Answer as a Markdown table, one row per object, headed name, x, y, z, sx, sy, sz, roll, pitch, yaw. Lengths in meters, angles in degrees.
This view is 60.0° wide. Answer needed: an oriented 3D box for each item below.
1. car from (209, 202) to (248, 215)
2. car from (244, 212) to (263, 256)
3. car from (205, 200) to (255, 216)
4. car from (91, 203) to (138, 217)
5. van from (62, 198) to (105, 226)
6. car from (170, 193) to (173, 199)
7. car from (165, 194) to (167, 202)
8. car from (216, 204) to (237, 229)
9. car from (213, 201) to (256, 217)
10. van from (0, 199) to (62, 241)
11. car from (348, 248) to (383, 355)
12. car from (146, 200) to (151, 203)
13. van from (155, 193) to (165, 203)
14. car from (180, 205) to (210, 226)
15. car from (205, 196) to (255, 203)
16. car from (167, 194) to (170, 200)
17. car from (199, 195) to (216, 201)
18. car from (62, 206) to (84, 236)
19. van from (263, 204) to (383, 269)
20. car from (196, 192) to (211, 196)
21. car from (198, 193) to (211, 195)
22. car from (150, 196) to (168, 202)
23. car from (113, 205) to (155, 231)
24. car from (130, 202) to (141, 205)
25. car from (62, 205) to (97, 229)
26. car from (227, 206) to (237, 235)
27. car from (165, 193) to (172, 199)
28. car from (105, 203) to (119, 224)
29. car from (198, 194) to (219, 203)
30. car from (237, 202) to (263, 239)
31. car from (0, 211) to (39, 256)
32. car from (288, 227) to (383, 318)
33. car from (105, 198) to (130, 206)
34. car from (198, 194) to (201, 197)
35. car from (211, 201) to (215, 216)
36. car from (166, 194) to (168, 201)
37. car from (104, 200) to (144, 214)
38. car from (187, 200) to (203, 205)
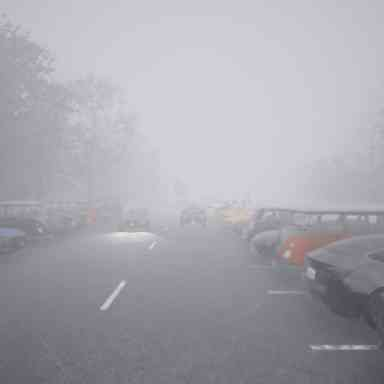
| name | x | y | z | sx | sy | sz | roll | pitch | yaw |
| --- | --- | --- | --- | --- | --- | --- | --- | --- | --- |
| car | 4.577 | 2.066 | 42.322 | 4.792 | 1.488 | 2.163 | 0 | -1 | 0 |
| car | 4.513 | 1.608 | 11.799 | 4.792 | 1.488 | 2.163 | 0 | 0 | 0 |
| car | 4.361 | 1.893 | 33.996 | 5.366 | 1.575 | 1.946 | 0 | -1 | 0 |
| car | -8.531 | 1.982 | 36.786 | 4.674 | 1.452 | 2.002 | 0 | -1 | 0 |
| van | -8.653 | 1.482 | 22.819 | 4.442 | 1.987 | 1.878 | 0 | -1 | 0 |
| car | -8.763 | 1.773 | 94.266 | 5.008 | 1.535 | 2.097 | 0 | 1 | 0 |
| car | -8.788 | 1.847 | 77.529 | 4.674 | 1.452 | 2.002 | 0 | -1 | 0 |
| car | 4.358 | 1.665 | 20.119 | 5.366 | 1.575 | 1.946 | 0 | -1 | 0 |
| car | 4.730 | 1.798 | 28.444 | 5.366 | 1.575 | 1.946 | 0 | -1 | 0 |
| van | -8.429 | 1.379 | 14.656 | 4.442 | 1.987 | 1.878 | 0 | -1 | 0 |
| car | 4.570 | 1.540 | 3.471 | 4.792 | 1.488 | 2.163 | 0 | 0 | 0 |
| car | -8.527 | 2.081 | 44.972 | 5.008 | 1.535 | 2.097 | 0 | -1 | 0 |
| van | -8.664 | 1.531 | 72.073 | 4.442 | 1.987 | 1.878 | 1 | 0 | 0 |
| car | 0.105 | 1.873 | 25.588 | 1.895 | 1.301 | 4.718 | 0 | -1 | 0 |
| car | 4.518 | 1.691 | 36.776 | 5.566 | 2.045 | 2.435 | 0 | -1 | 0 |
| car | -8.965 | 1.833 | 83.234 | 5.366 | 1.575 | 1.946 | 0 | 0 | 0 |
| car | 4.343 | 1.647 | 94.433 | 4.553 | 1.767 | 2.185 | 0 | 1 | 0 |
| car | -8.566 | 1.663 | 17.405 | 4.792 | 1.488 | 2.163 | 0 | -1 | 0 |
| van | 4.425 | 1.330 | 9.025 | 4.442 | 1.987 | 1.878 | 0 | 0 | 0 |
| car | 4.272 | 1.586 | 83.284 | 5.566 | 2.045 | 2.435 | 0 | 0 | 0 |
| car | 4.263 | 1.684 | 77.712 | 4.553 | 1.767 | 2.185 | 0 | 0 | 0 |
| car | -8.745 | 1.857 | 88.685 | 4.792 | 1.488 | 2.163 | 0 | 0 | 0 |
| car | -3.594 | 1.779 | 21.937 | 1.994 | 1.385 | 4.181 | 0 | -1 | 0 |
| car | -8.348 | 1.892 | 34.016 | 5.366 | 1.575 | 1.946 | 0 | -1 | 0 |
| car | -8.565 | 1.696 | 20.044 | 4.792 | 1.488 | 2.163 | 0 | -1 | 0 |
| car | 4.549 | 1.634 | 17.352 | 4.892 | 1.521 | 2.231 | 0 | -1 | 0 |
| car | -8.766 | 1.804 | 91.476 | 5.008 | 1.535 | 2.097 | 0 | 1 | 0 |
| car | -8.507 | 1.784 | 25.708 | 4.792 | 1.488 | 2.163 | 0 | -1 | 0 |
| car | 4.318 | 1.786 | 72.141 | 4.792 | 1.488 | 2.163 | 0 | -1 | 0 |
| car | 4.511 | 1.479 | 14.574 | 4.553 | 1.767 | 2.185 | 0 | -1 | 0 |
| car | -8.543 | 1.579 | 11.868 | 5.008 | 1.535 | 2.097 | 0 | 0 | 0 |
| car | 4.570 | 1.563 | 6.247 | 4.792 | 1.488 | 2.163 | 0 | 0 | 0 |
| car | -8.563 | 1.550 | 28.482 | 5.566 | 2.045 | 2.435 | 0 | -1 | 0 |
| car | 4.262 | 1.813 | 74.925 | 4.792 | 1.488 | 2.163 | 0 | -1 | 0 |
| car | 4.539 | 1.850 | 31.219 | 4.892 | 1.521 | 2.231 | 0 | -1 | 0 |
| car | -8.811 | 1.856 | 80.441 | 4.792 | 1.488 | 2.163 | 0 | 0 | 0 |
| car | -8.564 | 1.909 | 42.203 | 4.553 | 1.767 | 2.185 | 0 | -1 | 0 |
| car | 0.109 | 2.049 | 41.653 | 1.837 | 1.490 | 4.892 | 0 | -1 | 0 |
